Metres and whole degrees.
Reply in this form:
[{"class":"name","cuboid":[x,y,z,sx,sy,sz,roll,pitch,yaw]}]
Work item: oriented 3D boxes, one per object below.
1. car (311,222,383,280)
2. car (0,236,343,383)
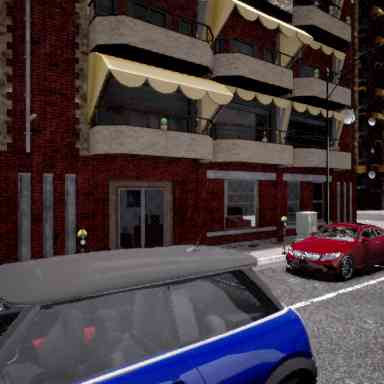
[{"class":"car","cuboid":[4.616,1.582,9.901,4.206,1.307,1.802,0,0,-35]},{"class":"car","cuboid":[-1.097,1.352,2.593,4.553,1.767,2.097,0,0,-35]}]
